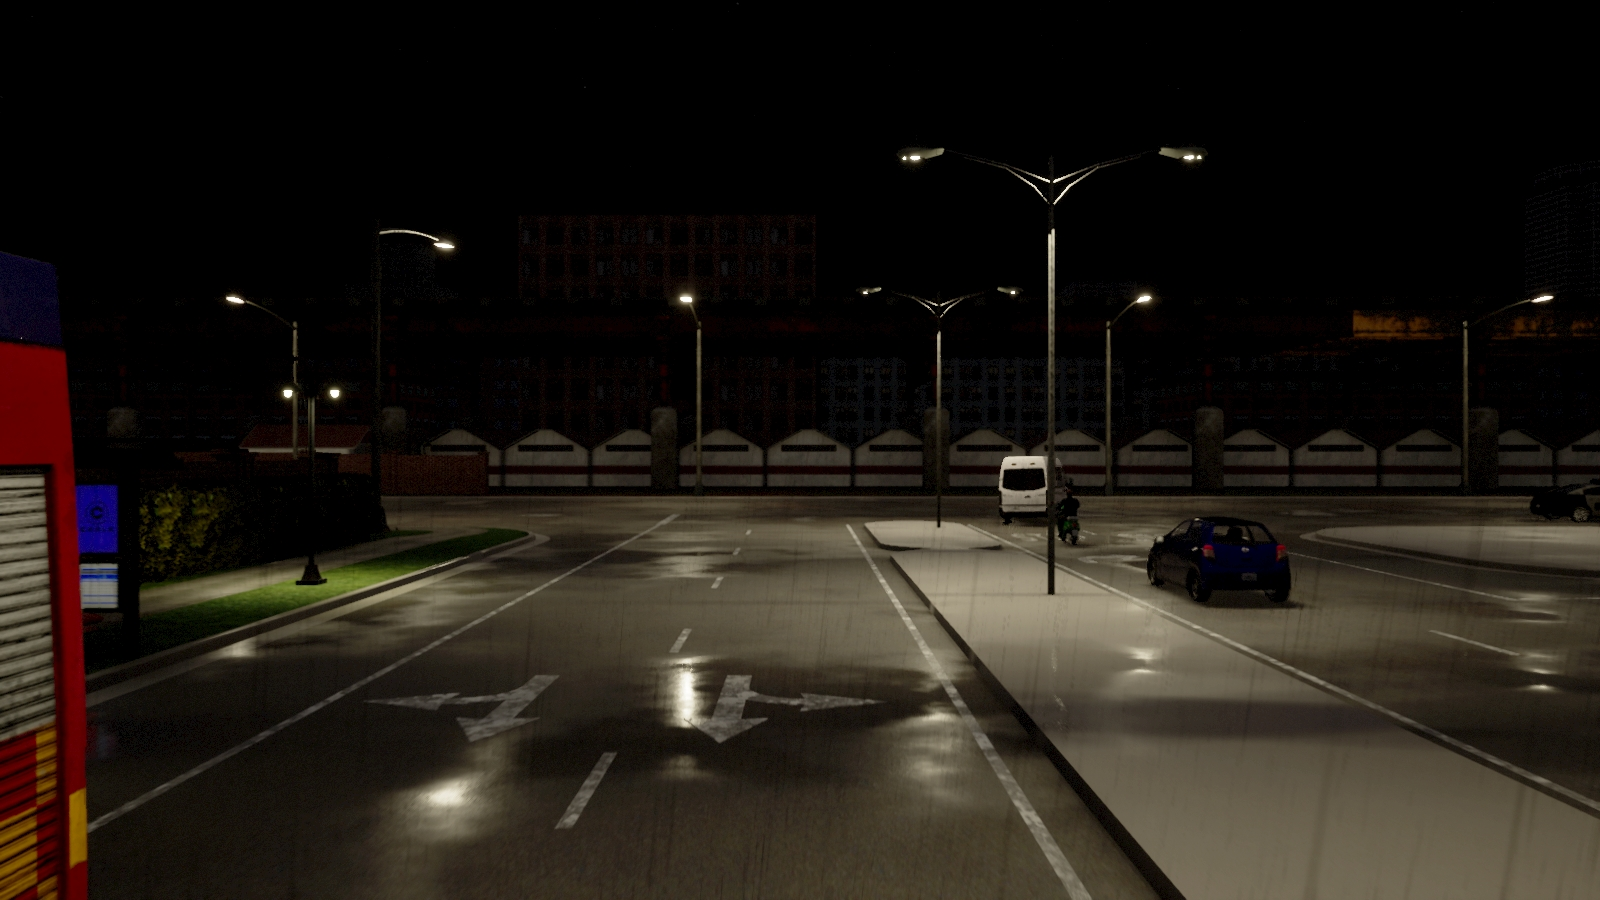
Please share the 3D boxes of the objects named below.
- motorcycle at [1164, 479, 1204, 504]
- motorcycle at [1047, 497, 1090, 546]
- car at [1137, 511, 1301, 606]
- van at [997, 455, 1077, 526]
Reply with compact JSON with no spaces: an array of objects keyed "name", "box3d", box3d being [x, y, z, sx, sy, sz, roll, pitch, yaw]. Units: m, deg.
[{"name":"motorcycle","box3d":[20.063,2.171,59.762,1.805,1.236,0.856,0,0,0]},{"name":"motorcycle","box3d":[8.001,2.123,34.071,0.856,1.341,1.805,0,0,0]},{"name":"car","box3d":[8.008,2.033,22.190,1.845,1.501,3.633,0,0,0]},{"name":"van","box3d":[9.387,1.526,44.867,1.988,2.561,5.915,-2,-1,22]}]
